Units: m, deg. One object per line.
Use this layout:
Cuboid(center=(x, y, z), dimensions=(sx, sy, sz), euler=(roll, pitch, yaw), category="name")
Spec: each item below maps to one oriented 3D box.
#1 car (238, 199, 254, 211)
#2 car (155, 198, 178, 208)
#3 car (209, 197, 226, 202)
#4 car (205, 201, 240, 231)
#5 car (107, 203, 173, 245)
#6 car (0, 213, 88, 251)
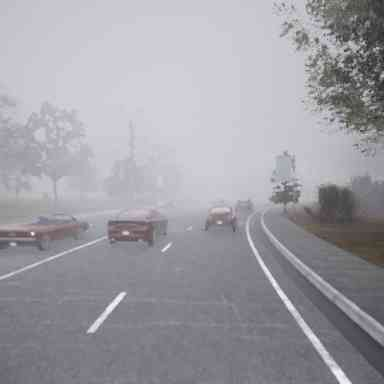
Cuboid(center=(6.547, 1.549, 41.049), dimensions=(2.128, 1.511, 4.902), euler=(0, 0, 17), category="car")
Cuboid(center=(-3.414, 1.501, 44.943), dimensions=(2.128, 1.511, 4.902), euler=(0, 0, 18), category="car")
Cuboid(center=(4.292, 1.560, 56.021), dimensions=(1.837, 1.490, 4.892), euler=(0, 0, 22), category="car")
Cuboid(center=(1.902, 1.549, 20.979), dimensions=(1.812, 1.442, 4.674), euler=(0, 0, 9), category="car")
Cuboid(center=(-2.358, 1.481, 15.657), dimensions=(1.882, 1.535, 5.008), euler=(0, 0, 6), category="car")
Cuboid(center=(-6.250, 1.589, 14.219), dimensions=(1.895, 1.301, 4.718), euler=(0, 0, 6), category="car")
